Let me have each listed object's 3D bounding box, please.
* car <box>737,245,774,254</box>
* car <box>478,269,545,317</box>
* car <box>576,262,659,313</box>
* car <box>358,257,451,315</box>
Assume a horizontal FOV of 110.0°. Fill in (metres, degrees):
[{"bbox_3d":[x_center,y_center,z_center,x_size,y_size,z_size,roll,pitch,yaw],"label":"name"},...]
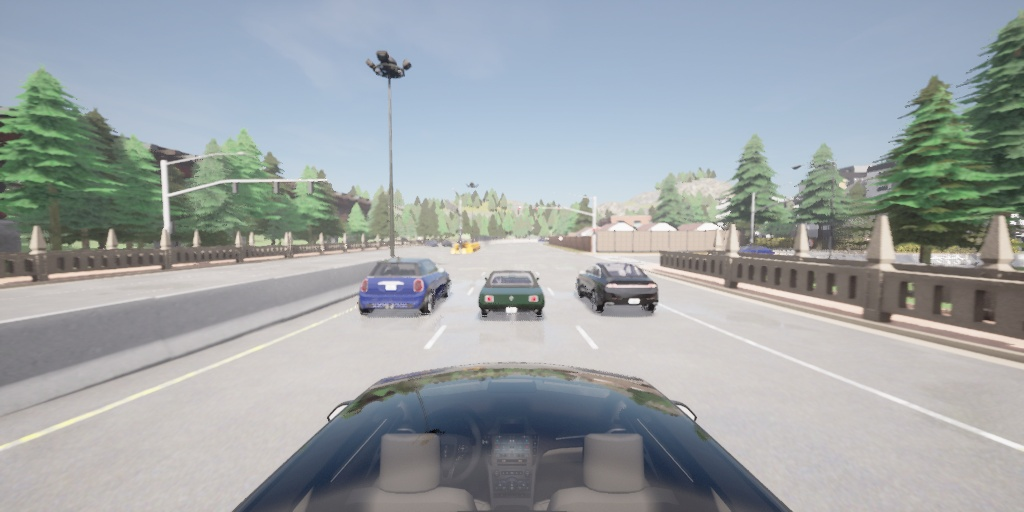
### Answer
[{"bbox_3d":[25.771,-0.430,38.979,4.674,1.442,1.812,0,3,2],"label":"car"},{"bbox_3d":[-0.002,1.090,12.036,1.895,1.301,4.718,0,3,0],"label":"car"},{"bbox_3d":[3.502,0.953,12.642,2.128,1.511,4.902,0,3,0],"label":"car"},{"bbox_3d":[-3.497,0.818,12.500,2.097,1.767,4.553,0,3,0],"label":"car"}]
